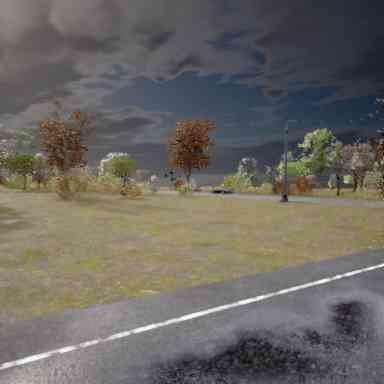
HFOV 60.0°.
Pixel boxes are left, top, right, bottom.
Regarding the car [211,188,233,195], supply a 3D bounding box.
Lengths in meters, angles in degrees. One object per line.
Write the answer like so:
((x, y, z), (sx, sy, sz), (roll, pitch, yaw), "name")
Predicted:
((5.743, -0.174, 64.771), (1.895, 1.301, 4.718), (0, 2, -36), "car")

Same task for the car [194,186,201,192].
((0.178, -0.662, 72.541), (1.812, 1.442, 4.674), (0, 2, -36), "car")
